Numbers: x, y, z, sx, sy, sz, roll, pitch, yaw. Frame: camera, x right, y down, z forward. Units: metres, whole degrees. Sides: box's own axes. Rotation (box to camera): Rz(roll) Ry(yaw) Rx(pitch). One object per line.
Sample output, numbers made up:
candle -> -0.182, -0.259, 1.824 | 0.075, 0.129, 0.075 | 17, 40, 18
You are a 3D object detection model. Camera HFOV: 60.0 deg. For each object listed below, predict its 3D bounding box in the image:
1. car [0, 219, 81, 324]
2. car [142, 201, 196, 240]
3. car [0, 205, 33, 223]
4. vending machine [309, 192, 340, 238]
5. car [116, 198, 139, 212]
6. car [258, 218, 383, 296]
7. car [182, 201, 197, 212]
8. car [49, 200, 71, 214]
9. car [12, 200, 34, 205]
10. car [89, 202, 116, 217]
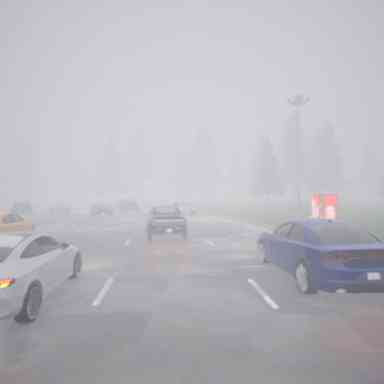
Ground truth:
car -> -3.726, 1.542, 6.970 | 1.812, 1.442, 4.674 | 0, 0, -4
car -> -1.397, 1.450, 16.685 | 2.128, 1.511, 4.902 | 0, 0, -10
car -> -7.965, 1.518, 13.518 | 1.882, 1.535, 5.008 | 0, 0, -8
vending machine -> 6.388, 1.074, 16.050 | 1.100, 2.100, 0.880 | -1, 0, -9
car -> -7.396, 1.433, 37.570 | 1.882, 1.535, 5.008 | 0, 0, -24
car -> 3.159, 1.415, 8.620 | 1.882, 1.535, 5.008 | 0, 0, -5
car -> -1.104, 1.511, 30.832 | 1.895, 1.301, 4.718 | -1, 0, -18
car -> -14.235, 1.560, 35.724 | 1.812, 1.442, 4.674 | 0, 0, -24
car -> -17.501, 1.564, 34.433 | 2.128, 1.511, 4.902 | 0, 0, -24
car -> -8.597, 1.589, 31.270 | 1.895, 1.301, 4.718 | -1, 0, -20
